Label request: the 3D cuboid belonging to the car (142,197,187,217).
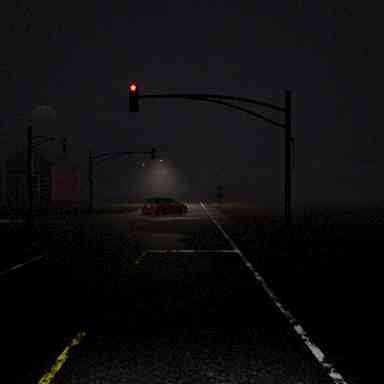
[{"bbox_3d":[-2.500,1.322,31.350,2.097,1.767,4.553,0,-1,40],"label":"car"}]
